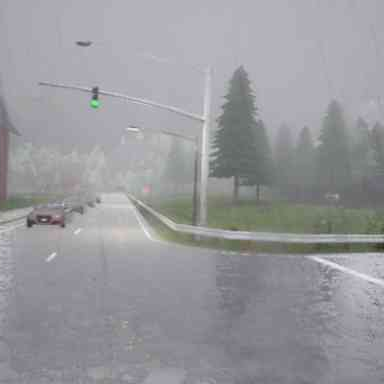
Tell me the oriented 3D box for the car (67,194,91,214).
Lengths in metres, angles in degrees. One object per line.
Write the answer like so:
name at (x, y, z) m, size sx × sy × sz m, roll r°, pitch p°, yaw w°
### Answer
car at (-10.360, 1.136, 29.467) m, size 1.837 × 1.490 × 4.892 m, roll 2°, pitch 0°, yaw -12°

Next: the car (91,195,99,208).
car at (-12.426, 1.055, 39.325) m, size 1.837 × 1.490 × 4.892 m, roll 2°, pitch 0°, yaw -12°

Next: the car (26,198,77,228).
car at (-8.283, 1.276, 19.664) m, size 1.994 × 1.385 × 4.181 m, roll 2°, pitch 0°, yaw -12°

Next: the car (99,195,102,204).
car at (-14.514, 1.069, 49.420) m, size 1.895 × 1.301 × 4.718 m, roll 2°, pitch 0°, yaw -12°
